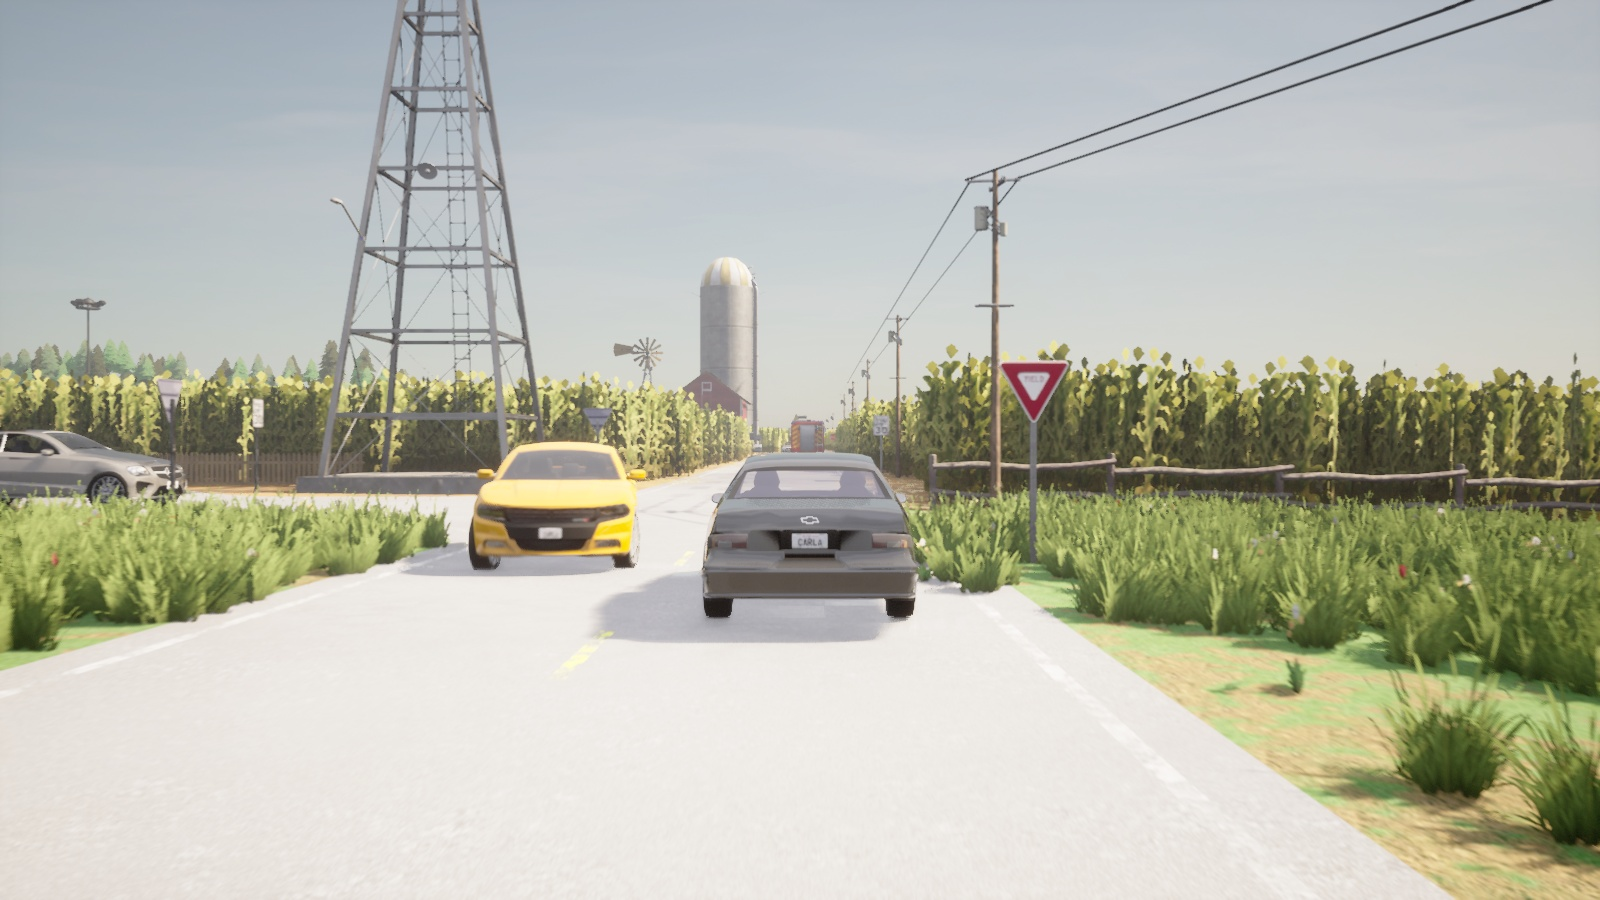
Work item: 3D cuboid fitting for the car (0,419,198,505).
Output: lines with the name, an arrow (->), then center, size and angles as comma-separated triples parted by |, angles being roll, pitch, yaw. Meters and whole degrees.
car -> -15.120, 0.231, 25.217 | 5.027, 1.651, 2.152 | 0, 0, 1

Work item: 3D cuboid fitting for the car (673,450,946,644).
car -> 0.085, 0.726, 12.069 | 2.033, 1.411, 5.357 | 0, 0, 0

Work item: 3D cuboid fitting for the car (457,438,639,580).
car -> -3.067, 0.630, 16.231 | 1.882, 1.535, 5.008 | 0, 0, -7
